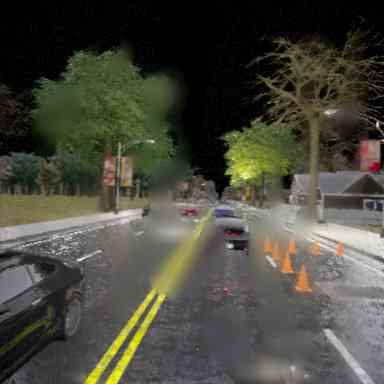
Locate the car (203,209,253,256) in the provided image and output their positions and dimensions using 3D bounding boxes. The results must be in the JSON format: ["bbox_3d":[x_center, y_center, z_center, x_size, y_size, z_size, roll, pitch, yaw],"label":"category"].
[{"bbox_3d":[1.548,1.736,14.427,1.837,1.490,4.892,2,-1,5],"label":"car"}]

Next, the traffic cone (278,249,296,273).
[{"bbox_3d":[2.971,2.182,10.393,0.340,0.580,0.340,2,-1,5],"label":"traffic cone"}]

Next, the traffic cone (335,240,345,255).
[{"bbox_3d":[6.292,2.338,14.127,0.340,0.580,0.340,2,-1,5],"label":"traffic cone"}]

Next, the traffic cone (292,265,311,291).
[{"bbox_3d":[2.804,2.151,8.400,0.340,0.580,0.340,2,-1,5],"label":"traffic cone"}]

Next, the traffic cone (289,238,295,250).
[{"bbox_3d":[4.300,2.275,14.294,0.340,0.580,0.340,2,-1,5],"label":"traffic cone"}]

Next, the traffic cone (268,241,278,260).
[{"bbox_3d":[3.138,2.213,12.386,0.340,0.580,0.340,2,-1,5],"label":"traffic cone"}]

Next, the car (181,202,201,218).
[{"bbox_3d":[-0.049,2.081,36.750,1.895,1.301,4.718,2,-1,5],"label":"car"}]

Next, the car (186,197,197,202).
[{"bbox_3d":[0.005,2.177,74.966,2.150,2.045,5.566,2,-1,5],"label":"car"}]

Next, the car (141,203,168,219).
[{"bbox_3d":[-3.630,1.786,32.847,1.882,1.535,5.008,2,-1,5],"label":"car"}]

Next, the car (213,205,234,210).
[{"bbox_3d":[3.068,2.001,32.584,1.882,1.535,5.008,2,-1,5],"label":"car"}]

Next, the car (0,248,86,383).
[{"bbox_3d":[-2.795,1.483,3.883,1.812,1.442,4.674,2,-1,5],"label":"car"}]

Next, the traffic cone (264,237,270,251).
[{"bbox_3d":[3.305,2.244,14.378,0.340,0.580,0.340,2,-1,5],"label":"traffic cone"}]

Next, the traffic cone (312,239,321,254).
[{"bbox_3d":[5.296,2.307,14.210,0.340,0.580,0.340,2,-1,5],"label":"traffic cone"}]
